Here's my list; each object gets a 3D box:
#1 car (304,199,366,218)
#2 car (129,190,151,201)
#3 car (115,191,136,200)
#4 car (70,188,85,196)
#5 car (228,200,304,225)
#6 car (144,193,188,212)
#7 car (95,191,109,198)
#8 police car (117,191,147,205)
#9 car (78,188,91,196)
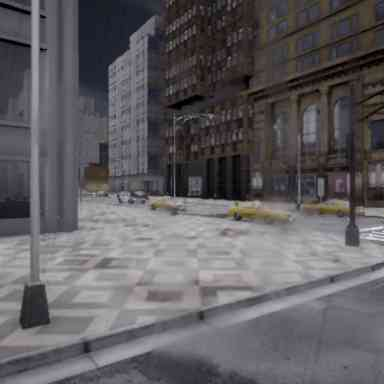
[{"bbox_3d":[11.076,1.218,26.338,1.752,1.417,4.829,1,0,-35],"label":"car"},{"bbox_3d":[-8.482,0.587,53.965,1.967,1.590,4.097,1,0,-35],"label":"car"},{"bbox_3d":[-11.761,0.602,58.593,1.887,1.381,4.507,1,0,-35],"label":"car"},{"bbox_3d":[-28.138,-0.058,81.730,2.192,1.841,5.009,1,0,-35],"label":"car"},{"bbox_3d":[4.321,1.219,21.127,1.752,1.417,4.829,1,0,-35],"label":"car"},{"bbox_3d":[-2.232,1.035,30.383,1.752,1.417,4.829,1,0,-35],"label":"car"},{"bbox_3d":[-18.314,0.464,67.848,1.802,1.307,4.206,1,0,-35],"label":"car"},{"bbox_3d":[-7.712,0.800,42.881,2.038,1.542,4.974,0,1,-35],"label":"police car"},{"bbox_3d":[-24.964,0.234,77.242,1.752,1.417,4.829,1,0,-35],"label":"car"}]
